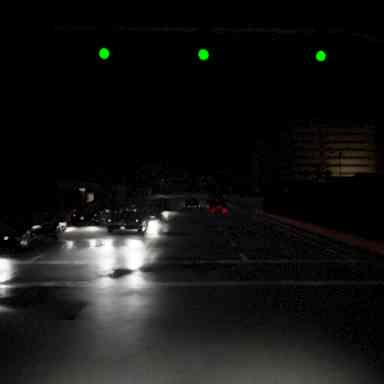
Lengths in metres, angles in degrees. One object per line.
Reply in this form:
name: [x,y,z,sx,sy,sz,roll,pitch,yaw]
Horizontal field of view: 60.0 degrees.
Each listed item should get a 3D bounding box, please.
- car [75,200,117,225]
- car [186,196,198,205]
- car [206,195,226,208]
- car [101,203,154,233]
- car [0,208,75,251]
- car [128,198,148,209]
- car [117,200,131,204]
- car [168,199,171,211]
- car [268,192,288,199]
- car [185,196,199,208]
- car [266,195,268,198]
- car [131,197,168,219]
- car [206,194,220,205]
car: [-7.094,1.450,23.895,1.837,1.490,4.892,0,0,0]
car: [-0.003,1.435,56.576,1.994,1.385,4.181,0,0,0]
car: [3.498,1.245,46.591,2.097,1.767,4.553,0,0,0]
car: [-3.600,1.556,19.499,1.895,1.301,4.718,0,0,0]
car: [-7.142,1.515,14.252,2.033,1.411,5.357,0,0,2]
car: [-7.002,1.464,43.614,1.994,1.385,4.181,0,0,0]
car: [-7.065,1.471,33.694,2.033,1.411,5.357,0,0,0]
car: [-3.523,1.416,38.862,1.837,1.490,4.892,0,0,0]
car: [17.785,1.004,66.575,3.866,1.878,1.905,0,0,-2]
car: [-0.002,1.442,46.302,2.033,1.411,5.357,0,0,0]
car: [17.765,0.994,69.470,4.605,1.855,1.932,0,0,-2]
car: [-3.585,1.426,28.816,2.128,1.511,4.902,0,0,0]
car: [3.497,1.223,56.547,2.097,1.767,4.553,0,0,0]
